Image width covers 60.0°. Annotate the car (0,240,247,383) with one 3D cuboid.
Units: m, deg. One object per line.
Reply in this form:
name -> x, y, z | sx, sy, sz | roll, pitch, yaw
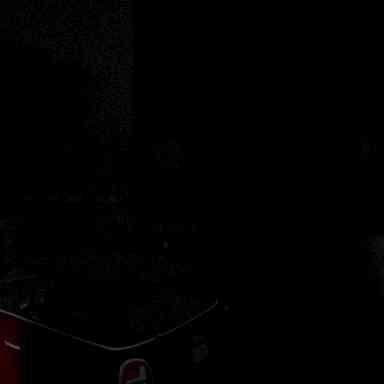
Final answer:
car -> -1.519, 1.439, 4.027 | 4.097, 1.590, 1.967 | 0, 0, 35
